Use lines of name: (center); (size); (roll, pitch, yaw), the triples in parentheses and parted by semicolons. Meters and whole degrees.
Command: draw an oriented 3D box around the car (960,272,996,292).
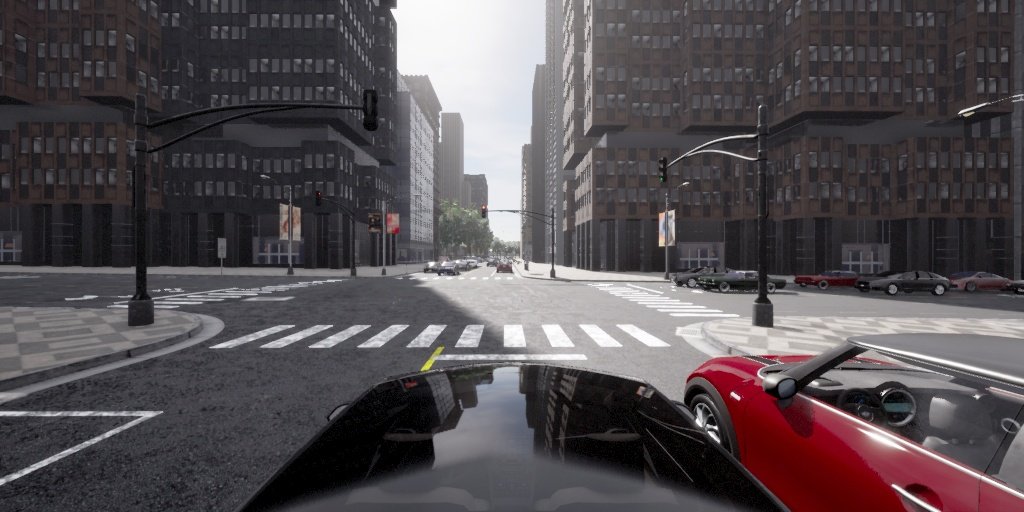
car: (33.038, 1.813, 25.824); (4.181, 1.385, 1.994); (1, 0, -1)

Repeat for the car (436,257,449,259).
car: (-9.506, 1.082, 48.838); (2.192, 1.841, 5.009); (0, 0, -1)

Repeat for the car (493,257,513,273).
car: (-0.907, 1.195, 43.526); (1.967, 1.591, 4.097); (0, 0, -1)

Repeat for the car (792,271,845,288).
car: (23.072, 1.704, 25.690); (4.718, 1.301, 1.895); (1, 0, -1)

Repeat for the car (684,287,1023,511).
car: (2.761, 1.190, 2.160); (1.967, 1.591, 4.097); (0, 0, 0)

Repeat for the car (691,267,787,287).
car: (14.159, 1.579, 22.340); (4.718, 1.301, 1.895); (1, 0, -3)

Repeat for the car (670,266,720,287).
car: (13.853, 1.475, 25.586); (4.892, 1.490, 1.837); (1, 0, -1)

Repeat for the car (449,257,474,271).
car: (-6.834, 1.258, 48.587); (2.128, 1.511, 4.902); (0, 0, -1)

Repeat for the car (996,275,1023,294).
car: (34.740, 1.825, 22.599); (5.357, 1.411, 2.033); (1, 0, -1)

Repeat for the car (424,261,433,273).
car: (-9.431, 1.321, 43.412); (1.948, 1.339, 4.313); (0, 0, -1)

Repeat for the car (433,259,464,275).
car: (-6.686, 1.292, 38.321); (2.033, 1.411, 5.357); (0, 0, -1)

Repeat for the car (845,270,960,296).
car: (24.359, 1.631, 22.472); (4.892, 1.490, 1.837); (1, 0, -1)

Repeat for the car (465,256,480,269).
car: (-6.965, 1.012, 59.219); (2.150, 2.045, 5.566); (0, 0, 0)
